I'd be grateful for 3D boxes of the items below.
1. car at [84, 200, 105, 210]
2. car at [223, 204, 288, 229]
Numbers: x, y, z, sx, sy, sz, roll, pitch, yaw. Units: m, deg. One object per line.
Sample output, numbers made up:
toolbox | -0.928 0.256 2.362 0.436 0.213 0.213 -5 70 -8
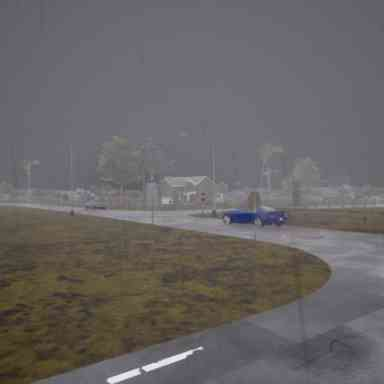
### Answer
car | -14.141 1.903 48.190 1.994 1.385 4.181 -1 0 -35
car | 4.137 1.550 22.637 1.882 1.535 5.008 0 0 -34
